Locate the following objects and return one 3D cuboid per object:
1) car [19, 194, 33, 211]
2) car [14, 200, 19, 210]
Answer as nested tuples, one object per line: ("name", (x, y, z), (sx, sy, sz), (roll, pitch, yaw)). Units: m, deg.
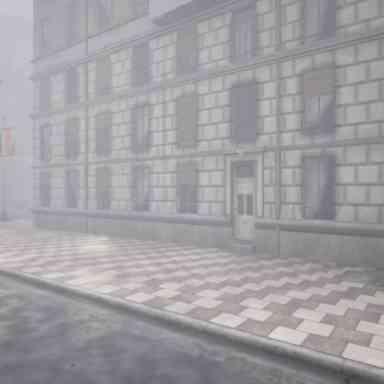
("car", (-17.117, 1.353, 38.902), (2.097, 1.767, 4.553), (0, 0, 36))
("car", (-19.315, 1.215, 41.842), (2.150, 2.045, 5.566), (0, 1, 36))
